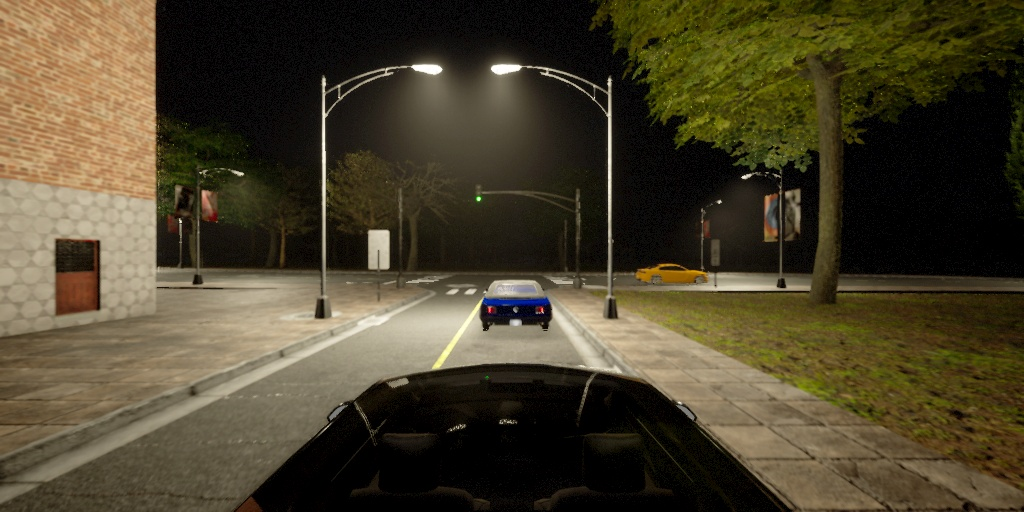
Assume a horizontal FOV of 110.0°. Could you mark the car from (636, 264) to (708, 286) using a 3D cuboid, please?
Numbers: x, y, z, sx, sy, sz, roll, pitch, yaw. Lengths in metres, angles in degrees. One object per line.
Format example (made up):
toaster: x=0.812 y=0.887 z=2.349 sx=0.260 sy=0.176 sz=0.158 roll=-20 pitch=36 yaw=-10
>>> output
car: x=11.756 y=1.338 z=26.434 sx=5.008 sy=1.535 sz=1.882 roll=0 pitch=0 yaw=1

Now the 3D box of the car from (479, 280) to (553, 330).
car: x=0.100 y=1.404 z=11.245 sx=1.895 sy=1.301 sz=4.718 roll=0 pitch=0 yaw=0
